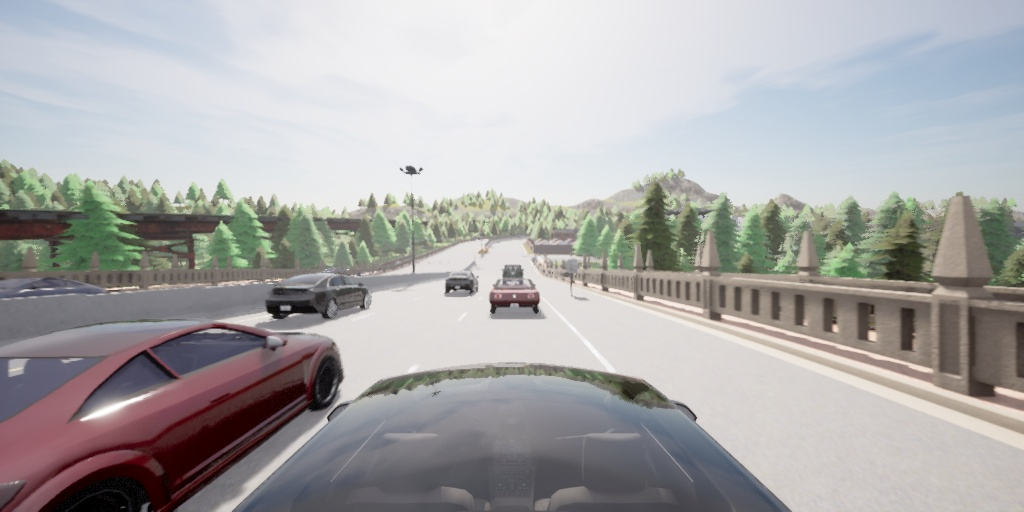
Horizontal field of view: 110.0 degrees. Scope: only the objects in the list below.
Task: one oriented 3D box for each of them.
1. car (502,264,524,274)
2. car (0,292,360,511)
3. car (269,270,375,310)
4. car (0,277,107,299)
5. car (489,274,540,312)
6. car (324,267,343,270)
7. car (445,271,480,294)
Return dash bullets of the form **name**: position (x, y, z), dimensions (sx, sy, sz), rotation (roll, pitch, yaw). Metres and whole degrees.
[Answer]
- **car**: position (0.089, 1.906, 38.045), dimensions (2.150, 2.045, 5.566), rotation (0, -2, 0)
- **car**: position (-3.401, 1.303, 3.467), dimensions (1.994, 1.385, 4.181), rotation (0, 0, 0)
- **car**: position (-6.904, 1.406, 13.359), dimensions (1.837, 1.490, 4.892), rotation (0, -2, 0)
- **car**: position (-17.568, 1.468, 12.984), dimensions (1.994, 1.385, 4.181), rotation (0, -2, 0)
- **car**: position (0.096, 1.572, 15.261), dimensions (1.895, 1.301, 4.718), rotation (0, -2, 0)
- **car**: position (-21.013, 2.011, 42.247), dimensions (2.033, 1.411, 5.357), rotation (0, -2, 0)
- **car**: position (-3.407, 1.779, 24.859), dimensions (1.837, 1.490, 4.892), rotation (0, -2, 0)
